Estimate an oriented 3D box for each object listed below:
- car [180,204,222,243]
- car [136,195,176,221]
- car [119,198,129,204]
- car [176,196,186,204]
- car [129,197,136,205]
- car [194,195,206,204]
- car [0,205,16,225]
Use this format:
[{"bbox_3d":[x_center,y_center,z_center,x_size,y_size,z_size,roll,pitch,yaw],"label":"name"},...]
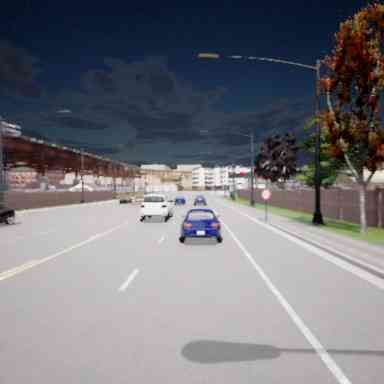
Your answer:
[{"bbox_3d":[0.424,1.523,16.100,1.812,1.442,4.674,0,0,1],"label":"car"},{"bbox_3d":[-2.814,1.239,27.324,2.150,2.045,5.566,0,0,1],"label":"car"},{"bbox_3d":[-12.559,1.713,63.454,1.895,1.301,4.718,0,0,1],"label":"car"},{"bbox_3d":[-2.054,1.491,59.325,1.882,1.535,5.008,0,0,1],"label":"car"},{"bbox_3d":[-9.179,1.418,58.432,2.097,1.767,4.553,0,0,1],"label":"car"},{"bbox_3d":[1.403,1.347,57.541,2.097,1.767,4.553,0,0,1],"label":"car"},{"bbox_3d":[-13.550,1.558,21.672,1.882,1.535,5.008,0,0,2],"label":"car"}]
